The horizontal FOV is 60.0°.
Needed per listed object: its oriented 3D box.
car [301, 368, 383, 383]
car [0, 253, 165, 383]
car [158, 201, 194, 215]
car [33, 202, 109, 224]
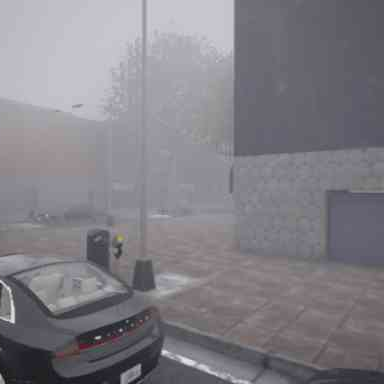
[{"bbox_3d":[2.264,1.577,1.205,4.313,1.339,1.947,1,0,35],"label":"car"},{"bbox_3d":[-2.370,1.514,4.483,4.403,1.369,2.008,1,0,35],"label":"car"},{"bbox_3d":[-1.634,1.584,34.376,1.994,1.385,4.181,0,0,35],"label":"car"},{"bbox_3d":[-8.712,1.476,24.494,2.033,1.411,5.357,0,0,36],"label":"car"}]
